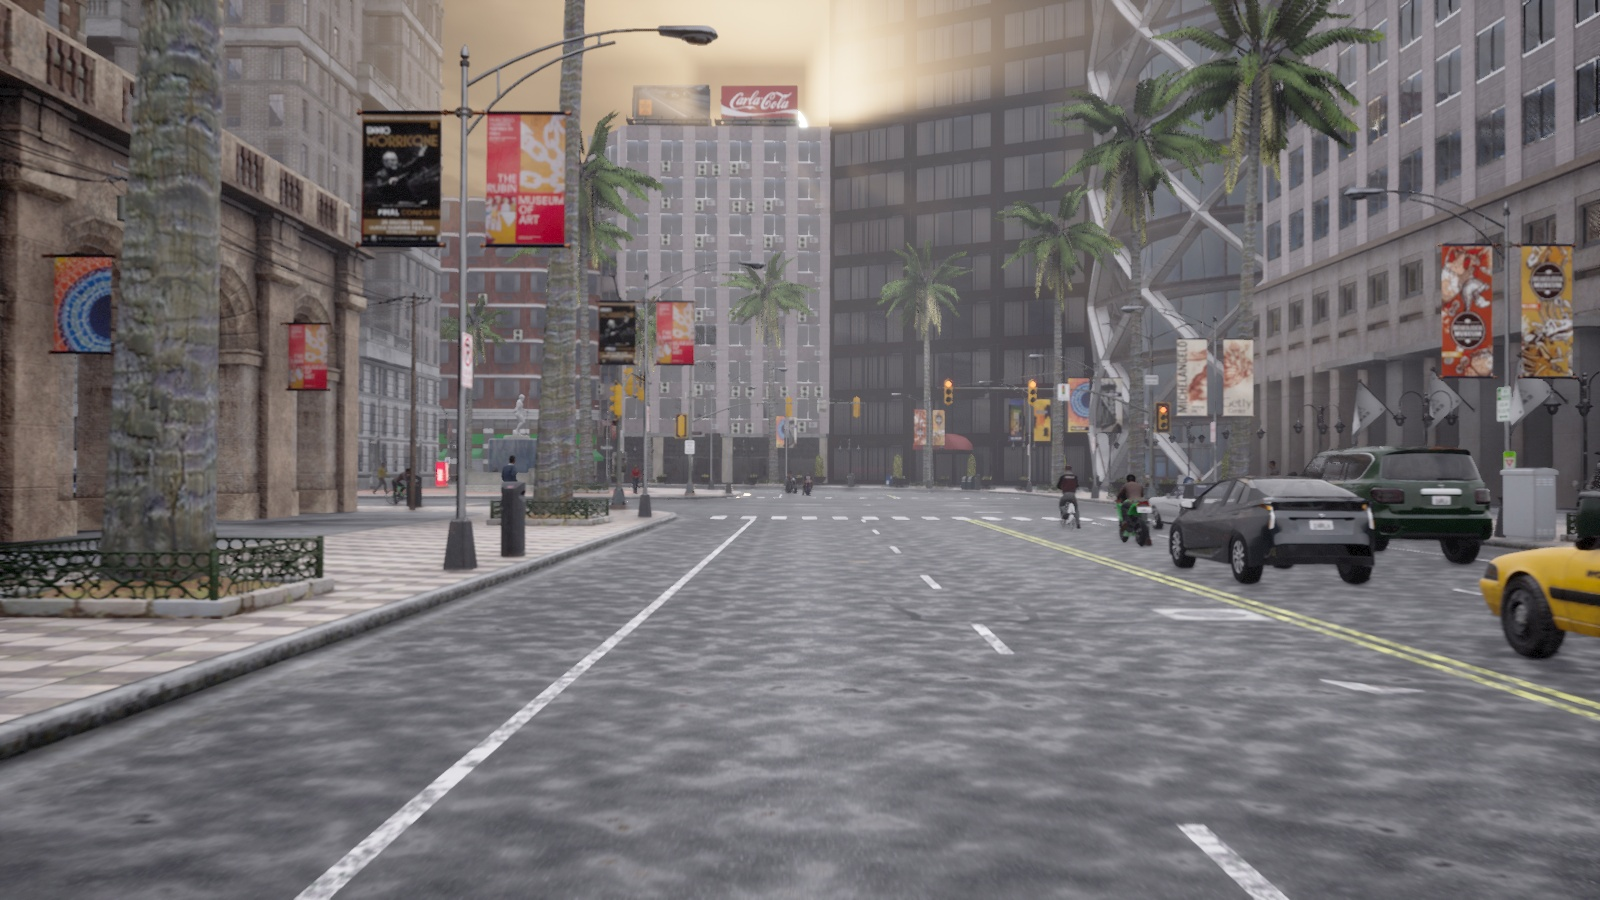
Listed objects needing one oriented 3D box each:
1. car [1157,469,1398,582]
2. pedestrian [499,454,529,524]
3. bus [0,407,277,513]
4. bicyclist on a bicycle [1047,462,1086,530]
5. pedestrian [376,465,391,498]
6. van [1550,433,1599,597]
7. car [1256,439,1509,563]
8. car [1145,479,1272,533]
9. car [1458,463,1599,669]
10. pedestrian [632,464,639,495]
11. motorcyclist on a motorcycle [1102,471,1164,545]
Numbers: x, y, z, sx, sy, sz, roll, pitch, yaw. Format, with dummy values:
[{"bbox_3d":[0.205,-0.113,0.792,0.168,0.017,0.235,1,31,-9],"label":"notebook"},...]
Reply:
[{"bbox_3d":[7.121,1.056,19.302,2.007,1.525,4.514,0,-1,0],"label":"car"},{"bbox_3d":[-8.033,1.094,35.287,0.423,1.949,0.788,-1,-1,24],"label":"pedestrian"},{"bbox_3d":[-27.869,0.430,52.634,10.273,4.253,3.944,0,-1,0],"label":"bus"},{"bbox_3d":[7.236,1.228,34.123,0.659,1.776,1.843,0,-1,0],"label":"bicyclist on a bicycle"},{"bbox_3d":[-23.454,1.748,70.693,0.709,1.840,0.431,0,-1,6],"label":"pedestrian"},{"bbox_3d":[10.575,0.760,14.012,1.775,1.987,4.442,0,-1,1],"label":"van"},{"bbox_3d":[10.657,0.886,23.585,2.150,2.045,5.566,0,-1,0],"label":"car"},{"bbox_3d":[10.715,1.431,33.343,1.895,1.301,4.718,0,-1,1],"label":"car"},{"bbox_3d":[7.021,0.877,9.016,1.801,1.575,5.366,0,-1,1],"label":"car"},{"bbox_3d":[-9.666,1.748,73.983,0.331,1.846,0.636,0,-1,-1],"label":"pedestrian"},{"bbox_3d":[7.180,1.223,27.163,0.797,1.523,2.044,0,-1,0],"label":"motorcyclist on a motorcycle"}]
